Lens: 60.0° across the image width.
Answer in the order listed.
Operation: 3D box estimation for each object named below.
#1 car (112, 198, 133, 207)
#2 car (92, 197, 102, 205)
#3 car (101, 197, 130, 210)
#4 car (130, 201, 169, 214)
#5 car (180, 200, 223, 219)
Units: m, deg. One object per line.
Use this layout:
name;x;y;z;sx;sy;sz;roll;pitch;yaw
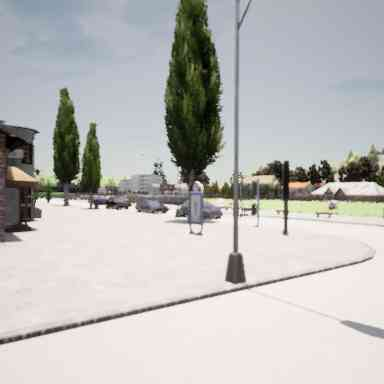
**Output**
car;-11.582;1.723;55.272;1.812;1.442;4.674;1;0;-35
car;-17.521;1.676;63.574;1.882;1.535;5.008;1;0;-36
car;-10.521;1.639;46.626;1.882;1.535;5.008;1;0;-36
car;-4.741;1.708;38.500;2.033;1.411;5.357;1;0;-36
car;0.797;1.513;30.756;2.097;1.767;4.553;1;0;-36
